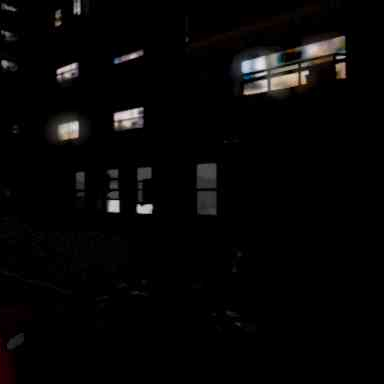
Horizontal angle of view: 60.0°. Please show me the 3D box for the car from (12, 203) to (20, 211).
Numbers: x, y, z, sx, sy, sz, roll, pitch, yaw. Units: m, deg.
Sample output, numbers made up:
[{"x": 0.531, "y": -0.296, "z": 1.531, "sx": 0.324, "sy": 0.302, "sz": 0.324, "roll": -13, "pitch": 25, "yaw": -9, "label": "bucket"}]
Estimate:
[{"x": -16.118, "y": 1.276, "z": 34.073, "sx": 1.802, "sy": 1.307, "sz": 4.206, "roll": 0, "pitch": 0, "yaw": 35, "label": "car"}]

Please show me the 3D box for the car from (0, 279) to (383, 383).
[{"x": -0.484, "y": 1.530, "z": 3.078, "sx": 4.507, "sy": 1.381, "sz": 1.887, "roll": 0, "pitch": 0, "yaw": 36, "label": "car"}]
